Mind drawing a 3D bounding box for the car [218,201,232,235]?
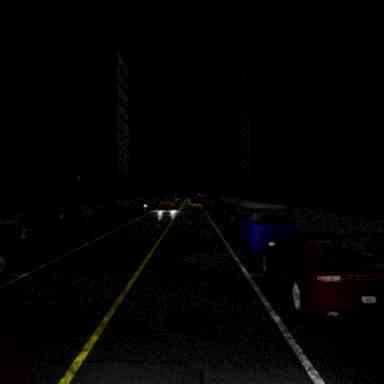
[{"bbox_3d":[2.757,1.432,18.632,1.967,1.590,4.097,0,0,0],"label":"car"}]

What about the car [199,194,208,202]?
[{"bbox_3d":[2.736,1.317,80.332,2.192,1.841,5.009,0,0,0],"label":"car"}]

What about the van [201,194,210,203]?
[{"bbox_3d":[2.739,1.339,69.114,1.690,1.788,3.998,0,0,0],"label":"van"}]

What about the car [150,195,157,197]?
[{"bbox_3d":[-5.778,1.517,46.492,1.752,1.417,4.829,0,0,0],"label":"car"}]

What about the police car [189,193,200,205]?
[{"bbox_3d":[0.879,1.421,58.567,1.930,1.638,5.238,0,0,0],"label":"police car"}]

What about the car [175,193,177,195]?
[{"bbox_3d":[-5.792,1.320,85.929,2.192,1.841,5.009,0,0,0],"label":"car"}]

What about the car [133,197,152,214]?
[{"bbox_3d":[-5.774,1.541,35.443,2.008,1.369,4.403,0,0,0],"label":"car"}]

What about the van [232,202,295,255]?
[{"bbox_3d":[2.759,1.335,13.023,1.690,1.788,3.998,0,0,0],"label":"van"}]

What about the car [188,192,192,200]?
[{"bbox_3d":[-0.031,1.087,92.366,2.150,2.045,5.566,0,0,0],"label":"car"}]

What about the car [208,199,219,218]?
[{"bbox_3d":[2.753,1.556,29.850,1.947,1.339,4.313,0,0,0],"label":"car"}]

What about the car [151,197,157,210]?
[{"bbox_3d":[-5.776,1.573,41.053,1.802,1.307,4.206,0,0,0],"label":"car"}]

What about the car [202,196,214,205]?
[{"bbox_3d":[2.743,1.520,58.066,1.752,1.417,4.829,0,0,0],"label":"car"}]

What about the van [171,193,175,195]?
[{"bbox_3d":[-5.790,1.344,80.319,1.690,1.788,3.998,0,0,0],"label":"van"}]

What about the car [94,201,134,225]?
[{"bbox_3d":[-5.770,1.557,24.225,1.947,1.339,4.313,0,0,0],"label":"car"}]

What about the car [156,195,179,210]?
[{"bbox_3d":[-3.103,1.468,42.379,1.882,1.535,5.008,0,0,0],"label":"car"}]

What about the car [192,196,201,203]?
[{"bbox_3d":[0.877,1.524,68.457,1.812,1.442,4.674,0,0,0],"label":"car"}]

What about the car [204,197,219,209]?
[{"bbox_3d":[2.749,1.572,41.069,1.802,1.307,4.206,0,0,0],"label":"car"}]

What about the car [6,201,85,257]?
[{"bbox_3d":[-5.766,1.309,13.005,2.192,1.841,5.009,0,0,0],"label":"car"}]

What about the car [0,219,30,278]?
[{"bbox_3d":[-5.764,1.547,7.396,2.008,1.369,4.403,0,0,0],"label":"car"}]

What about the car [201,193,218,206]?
[{"bbox_3d":[2.747,1.307,46.678,2.192,1.841,5.009,0,0,0],"label":"car"}]

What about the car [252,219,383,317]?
[{"bbox_3d":[2.761,1.541,7.414,1.887,1.381,4.507,0,0,0],"label":"car"}]
